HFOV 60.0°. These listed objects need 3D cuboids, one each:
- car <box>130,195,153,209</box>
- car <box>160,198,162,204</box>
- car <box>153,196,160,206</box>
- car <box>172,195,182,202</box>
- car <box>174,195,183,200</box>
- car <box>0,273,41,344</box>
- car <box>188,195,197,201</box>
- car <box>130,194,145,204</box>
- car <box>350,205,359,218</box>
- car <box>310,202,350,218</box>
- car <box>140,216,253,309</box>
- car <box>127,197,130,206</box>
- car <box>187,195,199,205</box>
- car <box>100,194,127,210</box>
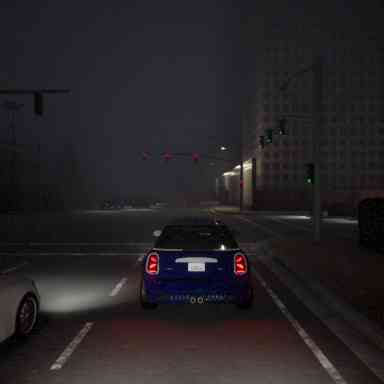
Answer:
[{"bbox_3d":[-7.012,1.526,46.301,1.812,1.442,4.674,0,0,0],"label":"car"},{"bbox_3d":[-6.940,1.564,65.241,1.994,1.385,4.181,0,0,0],"label":"car"},{"bbox_3d":[-6.993,1.505,55.195,1.837,1.490,4.892,0,0,0],"label":"car"},{"bbox_3d":[-3.384,1.469,73.501,1.882,1.535,5.008,0,0,0],"label":"car"},{"bbox_3d":[-3.368,1.423,83.754,1.895,1.301,4.718,0,0,0],"label":"car"},{"bbox_3d":[-3.433,1.526,3.599,1.812,1.442,4.674,0,0,1],"label":"car"},{"bbox_3d":[0.132,1.540,83.814,2.033,1.411,5.357,0,0,0],"label":"car"},{"bbox_3d":[-10.449,1.352,63.619,2.097,1.767,4.553,0,0,1],"label":"car"},{"bbox_3d":[15.844,1.560,26.915,4.892,1.490,1.837,0,0,0],"label":"car"},{"bbox_3d":[12.999,1.619,30.415,4.181,1.385,1.994,0,0,0],"label":"car"},{"bbox_3d":[0.095,1.352,8.032,2.097,1.767,4.553,0,0,0],"label":"car"},{"bbox_3d":[-10.500,1.477,53.839,1.882,1.535,5.008,0,0,0],"label":"car"},{"bbox_3d":[0.198,1.352,60.491,2.097,1.767,4.553,0,0,0],"label":"car"},{"bbox_3d":[-10.521,1.221,44.067,2.150,2.045,5.566,0,0,0],"label":"car"}]
